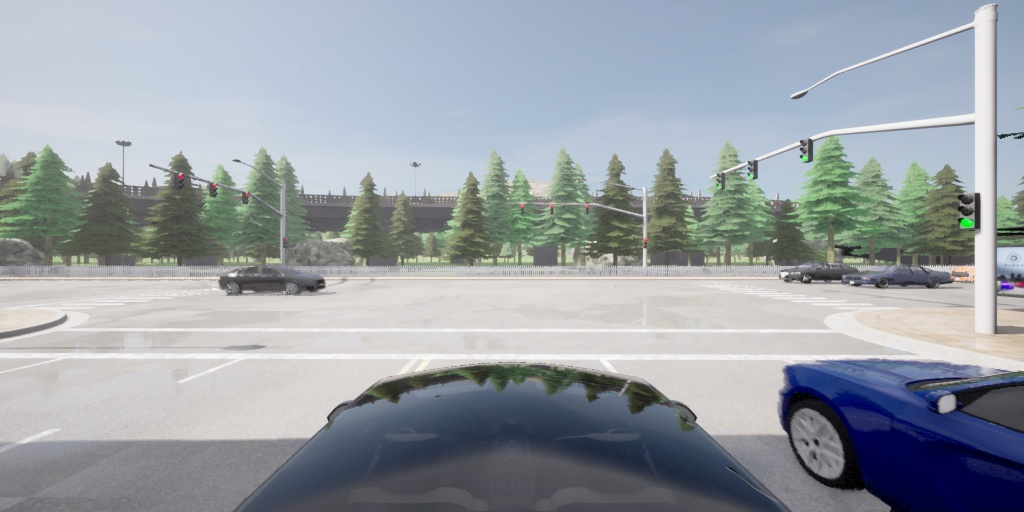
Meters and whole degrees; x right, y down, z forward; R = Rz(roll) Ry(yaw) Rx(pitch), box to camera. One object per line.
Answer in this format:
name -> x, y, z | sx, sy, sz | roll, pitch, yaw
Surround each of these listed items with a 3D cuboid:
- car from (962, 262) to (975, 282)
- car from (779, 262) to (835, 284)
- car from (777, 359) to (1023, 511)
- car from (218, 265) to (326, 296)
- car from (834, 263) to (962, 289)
car -> 33.770, 1.046, 25.253 | 4.553, 1.767, 2.097 | 0, 0, 3
car -> 21.757, 1.186, 25.510 | 4.902, 1.511, 2.128 | 0, 0, 0
car -> 3.595, 1.228, 1.549 | 1.882, 1.535, 5.008 | 0, 0, 0
car -> -12.192, 1.204, 18.370 | 4.892, 1.490, 1.837 | 0, 0, 0
car -> 23.565, 1.242, 22.024 | 5.357, 1.411, 2.033 | 0, 0, 0
